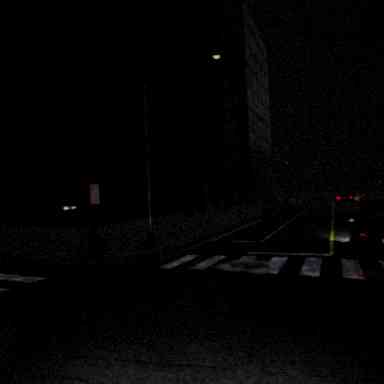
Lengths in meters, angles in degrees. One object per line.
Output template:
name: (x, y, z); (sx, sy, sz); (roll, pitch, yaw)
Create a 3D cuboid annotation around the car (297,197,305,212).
car: (11.497, 1.560, 38.206); (1.802, 1.307, 4.206); (-3, -1, 23)

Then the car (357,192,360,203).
car: (23.583, 1.062, 44.887); (1.887, 1.381, 4.507); (-3, -1, 23)

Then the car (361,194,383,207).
car: (19.333, 1.127, 34.876); (2.008, 1.369, 4.403); (-3, -1, 23)

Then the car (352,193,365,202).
car: (30.023, 0.953, 60.058); (1.752, 1.417, 4.829); (-3, -1, 23)

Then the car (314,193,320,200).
car: (26.371, 1.339, 73.242); (1.947, 1.339, 4.313); (-3, -1, 23)

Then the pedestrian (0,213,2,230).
pedestrian: (-7.847, 1.422, 13.186); (0.375, 1.860, 0.375); (-3, -2, 23)

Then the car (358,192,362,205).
car: (21.458, 1.091, 39.882); (1.887, 1.381, 4.507); (-3, -1, 23)

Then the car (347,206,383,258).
car: (6.647, 1.415, 11.782); (1.994, 1.385, 4.181); (-3, -1, 23)

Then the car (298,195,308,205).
car: (13.553, 1.474, 43.056); (1.752, 1.417, 4.829); (-3, -1, 23)

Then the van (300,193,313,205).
van: (17.861, 1.230, 53.225); (1.690, 1.788, 3.998); (-3, -1, 23)

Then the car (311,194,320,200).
car: (32.747, 1.257, 88.257); (1.947, 1.339, 4.313); (-3, -1, 23)

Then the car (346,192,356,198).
car: (40.579, 0.730, 84.928); (1.967, 1.590, 4.097); (-3, -1, 23)

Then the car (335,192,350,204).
car: (24.691, 0.949, 54.579); (2.097, 1.767, 4.553); (-3, -1, 23)

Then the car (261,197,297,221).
car: (7.234, 1.354, 28.200); (2.192, 1.841, 5.009); (-3, -1, 23)

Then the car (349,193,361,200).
car: (34.208, 0.923, 69.912); (2.008, 1.369, 4.403); (-3, -1, 23)

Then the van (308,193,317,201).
van: (28.486, 1.087, 78.250); (1.690, 1.788, 3.998); (-3, -1, 23)

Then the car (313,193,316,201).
car: (19.995, 1.410, 58.227); (2.008, 1.369, 4.403); (-3, -1, 23)

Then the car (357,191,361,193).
car: (25.773, 1.012, 50.048); (1.752, 1.417, 4.829); (-3, -1, 23)

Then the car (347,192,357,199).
car: (38.458, 0.862, 79.922); (1.887, 1.381, 4.507); (-3, -1, 23)

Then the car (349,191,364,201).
car: (32.072, 0.716, 64.910); (2.192, 1.841, 5.009); (-3, -1, 23)

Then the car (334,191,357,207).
car: (20.537, 0.875, 44.811); (2.150, 2.045, 5.566); (-3, -1, 23)
